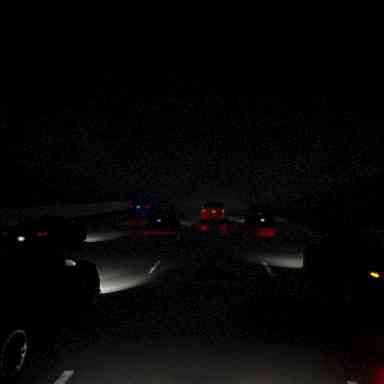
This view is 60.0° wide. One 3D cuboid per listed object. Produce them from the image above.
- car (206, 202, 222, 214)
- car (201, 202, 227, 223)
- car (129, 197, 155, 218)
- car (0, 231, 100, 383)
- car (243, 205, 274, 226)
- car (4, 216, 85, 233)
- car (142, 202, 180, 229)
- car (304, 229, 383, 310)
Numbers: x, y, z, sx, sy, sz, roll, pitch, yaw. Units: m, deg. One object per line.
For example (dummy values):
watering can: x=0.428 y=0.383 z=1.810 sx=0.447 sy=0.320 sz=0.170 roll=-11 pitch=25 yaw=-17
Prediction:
car: x=2.788 y=1.988 z=42.889 sx=1.994 sy=1.385 sz=4.181 roll=0 pitch=-1 yaw=4
car: x=1.888 y=1.638 z=28.937 sx=2.097 sy=1.767 sz=4.553 roll=0 pitch=-1 yaw=4
car: x=-4.819 y=1.545 z=33.720 sx=2.150 sy=2.045 sz=5.566 roll=0 pitch=-1 yaw=4
car: x=-3.001 y=1.614 z=5.437 sx=1.994 sy=1.385 sz=4.181 roll=0 pitch=-1 yaw=2
car: x=5.218 y=1.769 z=26.213 sx=1.837 sy=1.490 sz=4.892 roll=0 pitch=-1 yaw=4
car: x=-6.071 y=1.694 z=14.096 sx=1.994 sy=1.385 sz=4.181 roll=0 pitch=-1 yaw=3
car: x=-1.945 y=1.709 z=23.878 sx=1.882 sy=1.535 sz=5.008 roll=0 pitch=-1 yaw=4
car: x=4.078 y=1.609 z=7.836 sx=1.812 sy=1.442 sz=4.674 roll=0 pitch=-1 yaw=3
